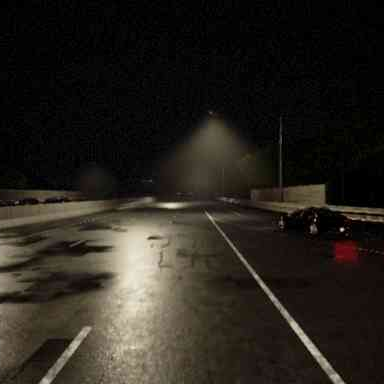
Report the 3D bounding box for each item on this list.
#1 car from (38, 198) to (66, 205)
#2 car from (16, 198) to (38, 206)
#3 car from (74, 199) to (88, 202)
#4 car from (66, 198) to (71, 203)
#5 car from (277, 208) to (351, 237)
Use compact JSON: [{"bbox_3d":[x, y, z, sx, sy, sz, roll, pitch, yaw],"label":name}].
[{"bbox_3d":[-24.531,1.897,58.336,1.882,1.535,5.008,0,0,0],"label":"car"},{"bbox_3d":[-28.033,1.761,56.956,2.097,1.767,4.553,0,0,0],"label":"car"},{"bbox_3d":[-24.553,2.129,73.852,1.895,1.301,4.718,0,0,0],"label":"car"},{"bbox_3d":[-28.049,2.024,72.702,1.837,1.490,4.892,0,0,0],"label":"car"},{"bbox_3d":[6.811,1.663,19.169,1.837,1.490,4.892,0,0,-20],"label":"car"}]
